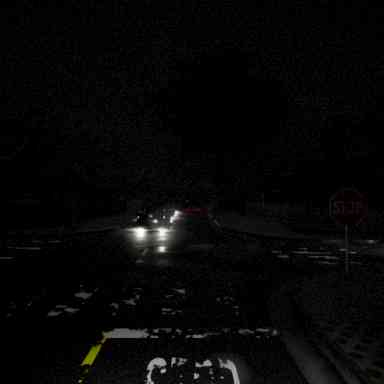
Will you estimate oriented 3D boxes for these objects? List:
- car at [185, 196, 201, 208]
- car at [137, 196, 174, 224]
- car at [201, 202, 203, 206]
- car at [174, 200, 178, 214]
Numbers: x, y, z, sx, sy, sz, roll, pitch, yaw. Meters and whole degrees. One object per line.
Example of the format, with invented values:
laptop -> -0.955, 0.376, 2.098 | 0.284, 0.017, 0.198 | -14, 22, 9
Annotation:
car -> -0.029, 1.697, 56.626 | 2.150, 2.045, 5.566 | 0, -1, 1
car -> -2.863, 1.360, 25.970 | 2.150, 2.045, 5.566 | 0, -1, 0
car -> 0.867, 2.184, 67.187 | 1.994, 1.385, 4.181 | 0, -1, 13
car -> -2.871, 1.722, 35.990 | 1.882, 1.535, 5.008 | 0, -1, 0
